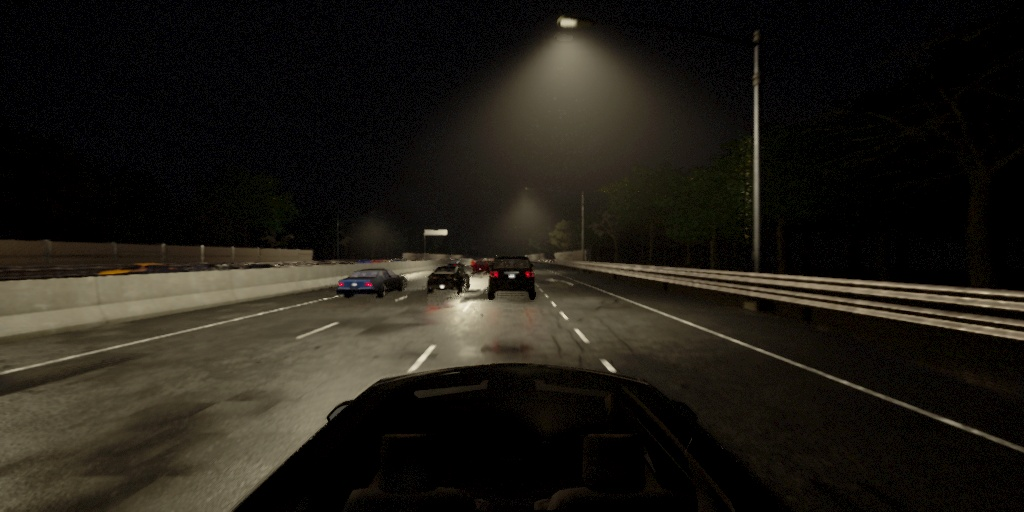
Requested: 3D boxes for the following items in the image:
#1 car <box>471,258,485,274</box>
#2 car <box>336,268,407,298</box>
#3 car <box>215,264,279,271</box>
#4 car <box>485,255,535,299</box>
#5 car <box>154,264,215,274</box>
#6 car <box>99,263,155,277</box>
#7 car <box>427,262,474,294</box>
[{"bbox_3d":[-3.557,1.290,42.430,1.882,1.535,5.008,0,0,0],"label":"car"},{"bbox_3d":[-7.011,1.322,18.446,2.033,1.411,5.357,0,0,0],"label":"car"},{"bbox_3d":[-17.616,1.322,24.851,1.812,1.442,4.674,0,0,0],"label":"car"},{"bbox_3d":[-0.013,0.988,18.477,2.150,2.045,5.566,0,0,0],"label":"car"},{"bbox_3d":[-21.115,1.292,24.821,2.128,1.511,4.902,0,0,0],"label":"car"},{"bbox_3d":[-24.618,1.352,24.828,2.033,1.411,5.357,0,0,0],"label":"car"},{"bbox_3d":[-3.517,1.280,20.442,1.837,1.490,4.892,0,0,0],"label":"car"}]
